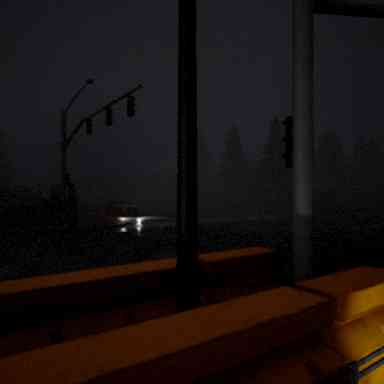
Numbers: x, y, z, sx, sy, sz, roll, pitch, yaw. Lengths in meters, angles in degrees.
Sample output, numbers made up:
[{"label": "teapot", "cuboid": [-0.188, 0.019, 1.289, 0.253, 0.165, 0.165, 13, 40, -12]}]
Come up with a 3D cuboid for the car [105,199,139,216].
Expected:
[{"label": "car", "cuboid": [-6.957, 1.479, 32.671, 1.882, 1.535, 5.008, 0, 0, -35]}]
